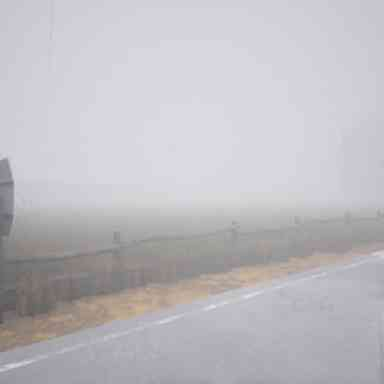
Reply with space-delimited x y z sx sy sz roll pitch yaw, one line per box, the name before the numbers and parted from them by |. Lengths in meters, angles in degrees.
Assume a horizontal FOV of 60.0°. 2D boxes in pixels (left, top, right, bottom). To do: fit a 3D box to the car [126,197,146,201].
car | -10.234 1.548 58.700 4.674 1.442 1.812 0 0 -37
